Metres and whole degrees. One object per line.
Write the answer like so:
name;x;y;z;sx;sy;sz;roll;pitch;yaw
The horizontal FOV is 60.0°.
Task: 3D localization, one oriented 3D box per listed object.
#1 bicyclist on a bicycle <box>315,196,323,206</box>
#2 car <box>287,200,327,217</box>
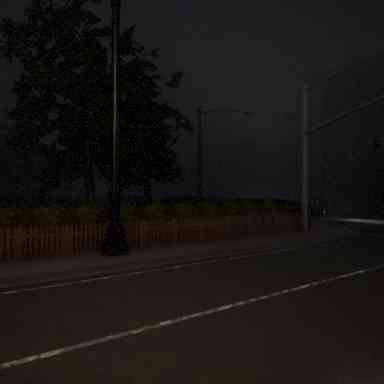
bicyclist on a bicycle;16.054;1.344;42.048;1.656;1.620;0.582;0;0;-35
car;10.221;1.520;31.167;2.128;1.511;4.902;0;0;-35
